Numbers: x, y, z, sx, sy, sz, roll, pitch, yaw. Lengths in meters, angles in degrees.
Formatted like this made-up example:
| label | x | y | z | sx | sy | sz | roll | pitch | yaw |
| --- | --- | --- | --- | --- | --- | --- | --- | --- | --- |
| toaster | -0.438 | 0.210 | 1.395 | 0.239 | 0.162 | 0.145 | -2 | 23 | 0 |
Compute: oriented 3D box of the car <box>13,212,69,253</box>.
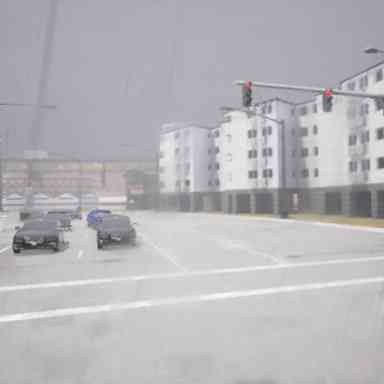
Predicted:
| label | x | y | z | sx | sy | sz | roll | pitch | yaw |
| --- | --- | --- | --- | --- | --- | --- | --- | --- | --- |
| car | -7.305 | 1.981 | 16.267 | 1.837 | 1.490 | 4.892 | 0 | -1 | -16 |

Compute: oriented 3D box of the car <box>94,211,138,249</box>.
| label | x | y | z | sx | sy | sz | roll | pitch | yaw |
| --- | --- | --- | --- | --- | --- | --- | --- | --- | --- |
| car | -4.007 | 1.963 | 17.418 | 1.837 | 1.490 | 4.892 | 0 | -1 | -17 |

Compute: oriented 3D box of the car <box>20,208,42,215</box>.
| label | x | y | z | sx | sy | sz | roll | pitch | yaw |
| --- | --- | --- | --- | --- | --- | --- | --- | --- | --- |
| car | -17.824 | 2.566 | 37.306 | 1.837 | 1.490 | 4.892 | 1 | -2 | -43 |

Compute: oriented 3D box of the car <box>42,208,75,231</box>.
| label | x | y | z | sx | sy | sz | roll | pitch | yaw |
| --- | --- | --- | --- | --- | --- | --- | --- | --- | --- |
| car | -10.474 | 2.225 | 25.865 | 1.837 | 1.490 | 4.892 | 0 | -1 | -24 |

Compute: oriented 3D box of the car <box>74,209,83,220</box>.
| label | x | y | z | sx | sy | sz | roll | pitch | yaw |
| --- | --- | --- | --- | --- | --- | --- | --- | --- | --- |
| car | -14.312 | 2.605 | 38.579 | 1.994 | 1.385 | 4.181 | 0 | -2 | -41 |

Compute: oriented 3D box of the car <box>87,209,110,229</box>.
| label | x | y | z | sx | sy | sz | roll | pitch | yaw |
| --- | --- | --- | --- | --- | --- | --- | --- | --- | --- |
| car | -7.560 | 2.204 | 27.867 | 1.882 | 1.535 | 5.008 | 0 | -1 | -25 |
